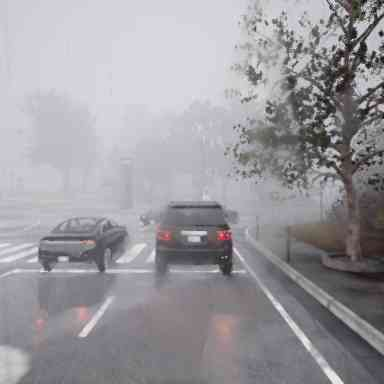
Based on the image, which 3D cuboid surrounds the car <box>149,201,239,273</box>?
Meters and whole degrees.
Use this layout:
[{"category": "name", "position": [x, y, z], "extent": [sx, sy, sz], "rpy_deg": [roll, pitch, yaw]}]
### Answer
[{"category": "car", "position": [0.073, 1.312, 11.151], "extent": [2.150, 2.045, 5.566], "rpy_deg": [0, 0, 0]}]

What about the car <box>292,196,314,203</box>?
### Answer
[{"category": "car", "position": [20.562, 1.399, 61.814], "extent": [1.895, 1.301, 4.718], "rpy_deg": [0, 1, -15]}]

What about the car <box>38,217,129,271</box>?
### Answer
[{"category": "car", "position": [-3.411, 1.583, 11.285], "extent": [2.128, 1.511, 4.902], "rpy_deg": [0, 0, 0]}]

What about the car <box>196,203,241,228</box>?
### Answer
[{"category": "car", "position": [2.071, 1.635, 24.221], "extent": [1.882, 1.535, 5.008], "rpy_deg": [1, -1, 22]}]

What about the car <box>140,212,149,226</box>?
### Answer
[{"category": "car", "position": [-1.884, 1.711, 23.906], "extent": [1.895, 1.301, 4.718], "rpy_deg": [1, 0, 17]}]

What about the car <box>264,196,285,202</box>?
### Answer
[{"category": "car", "position": [15.969, 1.267, 65.468], "extent": [2.033, 1.411, 5.357], "rpy_deg": [-1, 1, -24]}]
